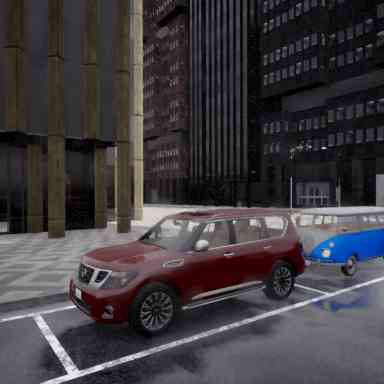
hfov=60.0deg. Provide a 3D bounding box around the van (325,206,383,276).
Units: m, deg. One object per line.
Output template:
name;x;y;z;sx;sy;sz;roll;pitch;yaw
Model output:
van;4.712;1.341;10.023;3.998;1.788;1.690;0;0;-36

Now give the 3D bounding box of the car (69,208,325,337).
car;0.216;1.315;6.813;5.009;1.841;2.192;0;0;-36
